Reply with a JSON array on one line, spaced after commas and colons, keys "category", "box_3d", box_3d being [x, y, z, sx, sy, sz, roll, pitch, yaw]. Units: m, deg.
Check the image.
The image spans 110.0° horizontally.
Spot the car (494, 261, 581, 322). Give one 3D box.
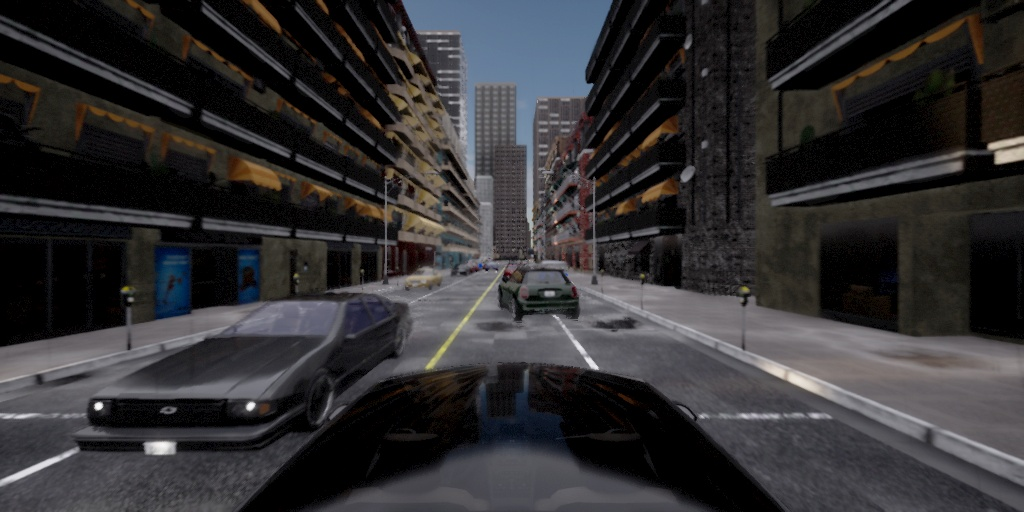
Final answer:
[{"category": "car", "box_3d": [0.783, 1.166, 12.891, 2.097, 1.767, 4.553, 0, 0, -10]}]

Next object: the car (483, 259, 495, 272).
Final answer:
[{"category": "car", "box_3d": [-2.995, 1.586, 54.085, 1.812, 1.442, 4.674, 0, -1, 0]}]

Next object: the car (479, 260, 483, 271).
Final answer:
[{"category": "car", "box_3d": [-5.681, 1.587, 51.263, 1.888, 1.381, 4.507, 0, 0, 0]}]

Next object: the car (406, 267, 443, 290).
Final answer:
[{"category": "car", "box_3d": [-5.688, 1.402, 23.476, 1.751, 1.417, 4.829, 0, 0, 0]}]

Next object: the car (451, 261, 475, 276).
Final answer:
[{"category": "car", "box_3d": [-5.683, 1.541, 40.215, 1.948, 1.339, 4.313, 0, 0, 0]}]

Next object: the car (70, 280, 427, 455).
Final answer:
[{"category": "car", "box_3d": [-3.101, 1.320, 5.824, 2.033, 1.411, 5.357, 0, 0, 0]}]

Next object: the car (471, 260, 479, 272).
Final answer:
[{"category": "car", "box_3d": [-5.682, 1.553, 45.739, 1.888, 1.381, 4.507, 0, 0, 0]}]

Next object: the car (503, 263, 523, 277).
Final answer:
[{"category": "car", "box_3d": [0.108, 1.535, 39.359, 1.994, 1.385, 4.181, 0, 0, 0]}]
